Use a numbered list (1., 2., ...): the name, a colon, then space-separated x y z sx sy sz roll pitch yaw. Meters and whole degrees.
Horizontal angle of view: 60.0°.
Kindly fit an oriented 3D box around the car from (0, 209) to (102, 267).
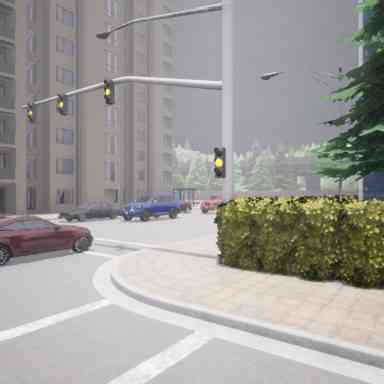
1. car: -5.659 1.525 11.402 1.812 1.442 4.674 0 0 36

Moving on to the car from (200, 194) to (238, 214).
1. car: 3.119 1.221 35.551 2.150 2.045 5.566 0 0 36

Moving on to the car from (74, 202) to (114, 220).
1. car: -7.847 1.547 26.530 2.033 1.411 5.357 0 0 36

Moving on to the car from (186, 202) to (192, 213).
1. car: -2.043 1.477 34.439 1.882 1.535 5.008 0 0 36

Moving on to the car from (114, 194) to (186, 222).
1. car: -3.225 1.221 26.916 2.150 2.045 5.566 0 0 36
